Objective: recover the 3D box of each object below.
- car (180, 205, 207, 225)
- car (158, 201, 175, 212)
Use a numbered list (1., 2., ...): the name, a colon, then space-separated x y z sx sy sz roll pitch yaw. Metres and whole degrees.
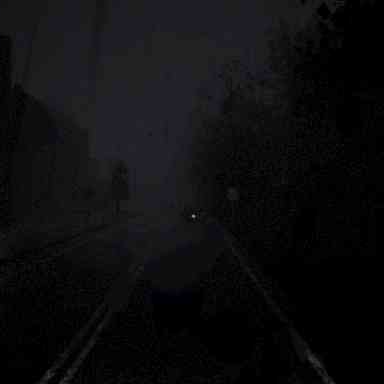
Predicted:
1. car: 0.111 1.664 24.892 1.994 1.385 4.181 0 -1 0
2. car: -3.279 1.908 43.343 1.994 1.385 4.181 0 -1 0
